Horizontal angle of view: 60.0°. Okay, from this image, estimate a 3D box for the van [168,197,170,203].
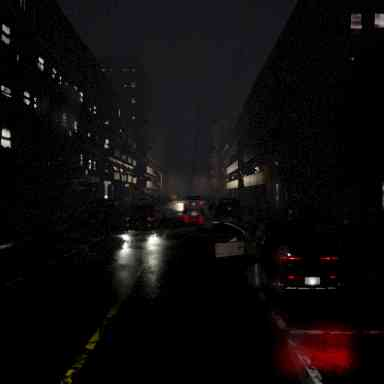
[{"bbox_3d":[-5.466,1.430,61.209,1.690,1.788,3.998,0,0,0],"label":"van"}]

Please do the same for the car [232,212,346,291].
[{"bbox_3d":[2.386,1.508,8.989,1.837,1.490,4.892,0,0,0],"label":"car"}]

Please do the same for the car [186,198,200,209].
[{"bbox_3d":[0.202,1.559,46.238,1.837,1.490,4.892,0,0,1],"label":"car"}]

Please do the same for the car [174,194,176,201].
[{"bbox_3d":[-5.407,1.724,78.280,1.802,1.307,4.206,0,0,0],"label":"car"}]

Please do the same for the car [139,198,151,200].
[{"bbox_3d":[-5.569,1.582,32.760,2.008,1.369,4.403,0,0,0],"label":"car"}]

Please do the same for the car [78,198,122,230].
[{"bbox_3d":[-5.609,1.330,21.379,2.192,1.841,5.009,0,0,0],"label":"car"}]

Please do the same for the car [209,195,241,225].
[{"bbox_3d":[2.792,1.338,27.038,2.192,1.841,5.009,0,0,0],"label":"car"}]

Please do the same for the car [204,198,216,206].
[{"bbox_3d":[2.892,1.656,55.488,1.802,1.307,4.206,0,0,0],"label":"car"}]

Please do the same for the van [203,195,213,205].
[{"bbox_3d":[2.914,1.430,61.177,1.690,1.788,3.998,0,0,0],"label":"van"}]

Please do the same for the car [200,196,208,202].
[{"bbox_3d":[2.993,1.745,83.937,1.802,1.307,4.206,0,0,0],"label":"car"}]

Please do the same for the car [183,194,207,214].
[{"bbox_3d":[0.197,1.258,35.980,2.150,2.045,5.566,0,0,1],"label":"car"}]

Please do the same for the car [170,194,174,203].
[{"bbox_3d":[-5.428,1.648,72.419,1.752,1.417,4.829,0,0,0],"label":"car"}]

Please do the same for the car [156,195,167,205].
[{"bbox_3d":[-5.507,1.376,49.830,2.192,1.841,5.009,0,0,0],"label":"car"}]

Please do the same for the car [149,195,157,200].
[{"bbox_3d":[-5.548,1.480,38.451,1.967,1.590,4.097,0,0,0],"label":"car"}]

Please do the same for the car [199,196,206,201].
[{"bbox_3d":[3.034,1.786,95.318,1.802,1.307,4.206,0,0,0],"label":"car"}]

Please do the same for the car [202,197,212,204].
[{"bbox_3d":[2.932,1.650,66.867,1.887,1.381,4.507,0,0,0],"label":"car"}]

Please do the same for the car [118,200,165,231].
[{"bbox_3d":[-3.026,1.492,21.102,1.882,1.535,5.008,0,0,0],"label":"car"}]

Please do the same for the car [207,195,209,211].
[{"bbox_3d":[2.832,1.480,38.418,1.967,1.590,4.097,0,0,0],"label":"car"}]
